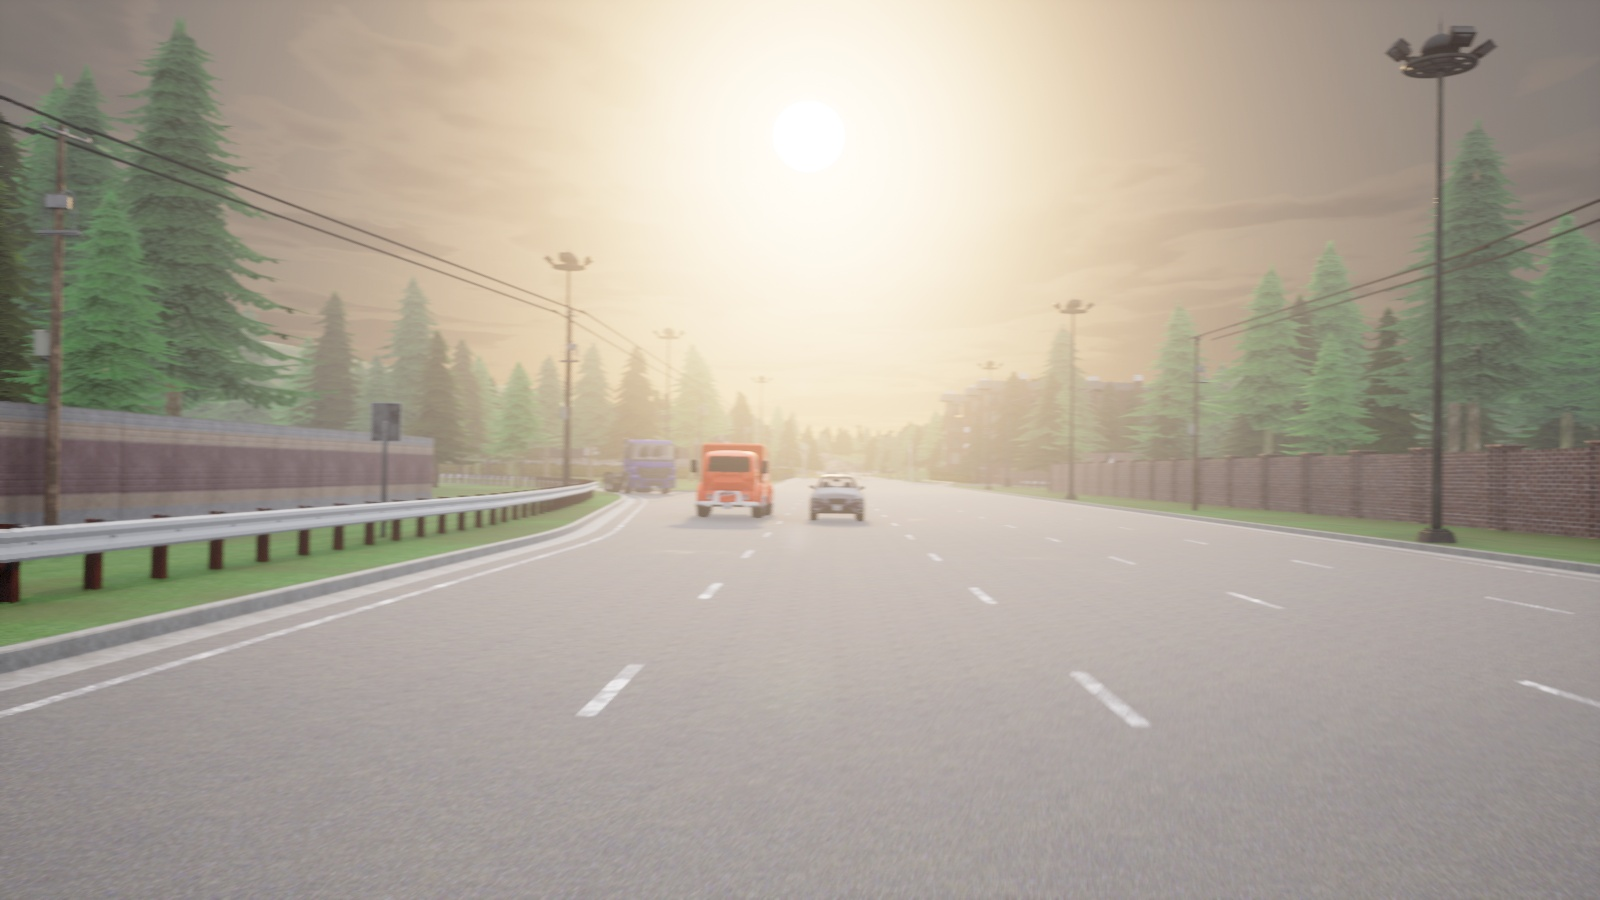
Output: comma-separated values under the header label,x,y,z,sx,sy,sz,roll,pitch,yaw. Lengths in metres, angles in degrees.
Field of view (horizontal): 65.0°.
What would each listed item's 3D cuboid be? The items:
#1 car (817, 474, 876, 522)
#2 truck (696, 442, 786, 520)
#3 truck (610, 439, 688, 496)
label,x,y,z,sx,sy,sz,roll,pitch,yaw
car,1.516,1.546,41.176,1.816,1.474,4.193,0,-1,2
truck,-1.926,1.046,42.955,2.627,2.467,5.204,0,-1,2
truck,-9.755,1.120,80.121,2.891,3.462,7.936,1,-1,-22
